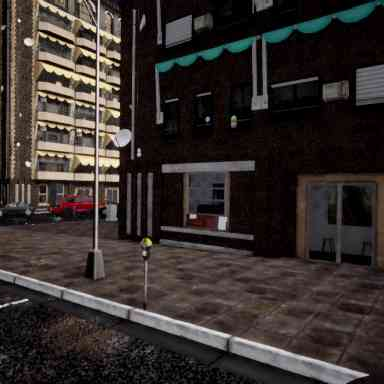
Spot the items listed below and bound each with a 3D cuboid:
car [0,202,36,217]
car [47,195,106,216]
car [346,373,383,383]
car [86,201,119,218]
[{"bbox_3d":[-17.449,1.624,32.133,2.008,1.369,4.403,1,0,36],"label":"car"},{"bbox_3d":[-12.207,1.382,34.852,2.150,2.045,5.566,1,0,37],"label":"car"},{"bbox_3d":[2.671,1.551,1.109,4.403,1.369,2.008,0,1,36],"label":"car"},{"bbox_3d":[-7.426,1.824,31.605,1.947,1.339,4.313,1,0,36],"label":"car"}]
